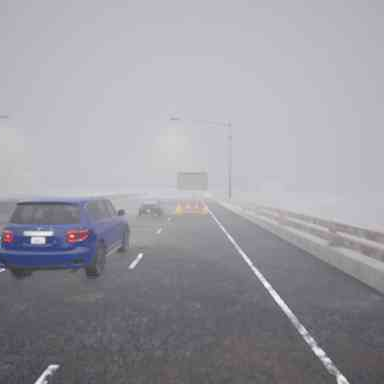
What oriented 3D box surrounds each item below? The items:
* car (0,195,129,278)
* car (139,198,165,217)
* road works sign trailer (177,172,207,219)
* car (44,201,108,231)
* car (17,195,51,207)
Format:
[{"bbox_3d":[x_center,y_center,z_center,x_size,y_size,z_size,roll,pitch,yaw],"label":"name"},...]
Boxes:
[{"bbox_3d":[-3.392,1.133,10.022,2.150,2.045,5.566,0,1,0],"label":"car"},{"bbox_3d":[-3.378,1.273,28.270,1.812,1.442,4.674,0,1,0],"label":"car"},{"bbox_3d":[0.019,0.231,26.196,2.380,3.560,2.880,0,1,0],"label":"road works sign trailer"},{"bbox_3d":[-6.886,1.365,20.499,2.033,1.411,5.357,0,1,0],"label":"car"},{"bbox_3d":[-21.044,1.144,44.611,2.033,1.411,5.357,0,1,0],"label":"car"}]
